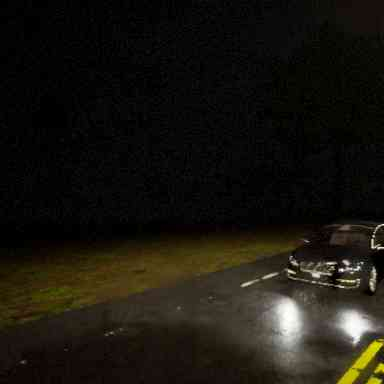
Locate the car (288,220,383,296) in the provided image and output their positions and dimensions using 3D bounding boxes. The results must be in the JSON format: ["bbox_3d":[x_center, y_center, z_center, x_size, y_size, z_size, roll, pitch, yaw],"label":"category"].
[{"bbox_3d":[4.379,1.585,9.093,1.837,1.490,4.892,-1,-1,43],"label":"car"}]
